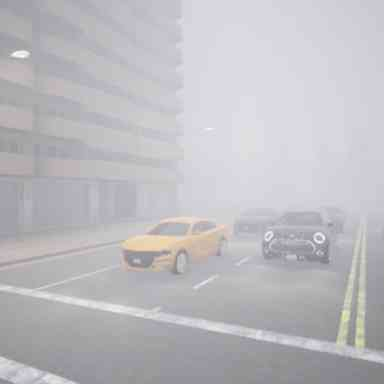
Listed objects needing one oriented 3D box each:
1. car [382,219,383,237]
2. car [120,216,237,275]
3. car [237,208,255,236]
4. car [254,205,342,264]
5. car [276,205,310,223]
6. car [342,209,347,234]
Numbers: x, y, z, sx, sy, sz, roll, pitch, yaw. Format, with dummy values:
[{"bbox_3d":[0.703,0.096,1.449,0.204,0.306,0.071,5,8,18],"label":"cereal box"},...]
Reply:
[{"bbox_3d":[9.706,1.626,15.022,1.895,1.301,4.718,-1,-1,28],"label":"car"},{"bbox_3d":[-0.349,1.621,11.323,1.882,1.535,5.008,-1,-1,28],"label":"car"},{"bbox_3d":[4.004,1.647,19.590,1.882,1.535,5.008,-1,-1,28],"label":"car"},{"bbox_3d":[4.109,1.436,12.291,2.097,1.767,4.553,-1,-1,28],"label":"car"},{"bbox_3d":[8.711,1.798,28.493,1.895,1.301,4.718,-1,-1,28],"label":"car"},{"bbox_3d":[8.400,1.587,20.439,1.882,1.535,5.008,-1,-1,28],"label":"car"}]
